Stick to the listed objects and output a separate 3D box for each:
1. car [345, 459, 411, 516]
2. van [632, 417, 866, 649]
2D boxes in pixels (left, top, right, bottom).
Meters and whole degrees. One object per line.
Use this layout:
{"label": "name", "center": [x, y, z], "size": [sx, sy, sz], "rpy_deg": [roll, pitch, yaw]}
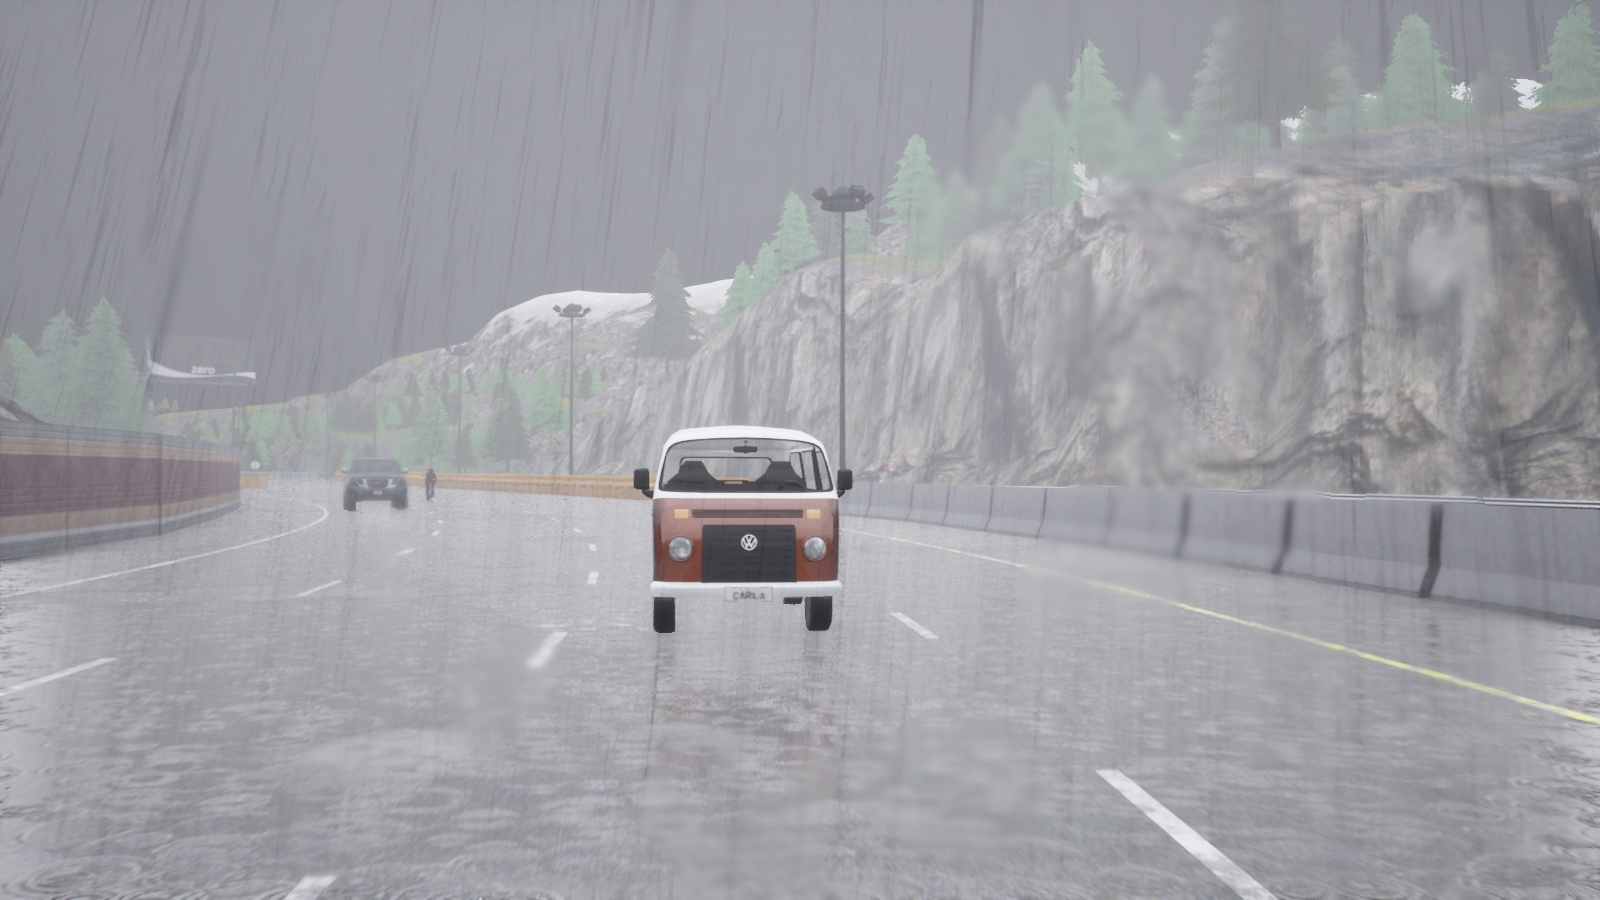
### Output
{"label": "car", "center": [-16.216, 1.406, 48.090], "size": [2.150, 2.045, 5.566], "rpy_deg": [0, -1, -21]}
{"label": "van", "center": [-0.683, 0.764, 13.351], "size": [2.069, 2.038, 4.480], "rpy_deg": [0, -1, -6]}
